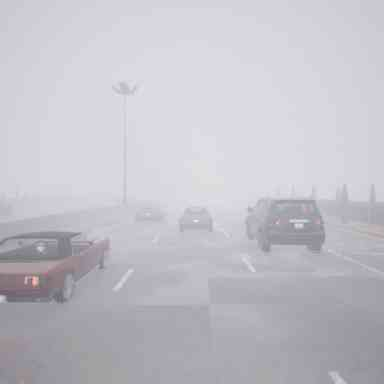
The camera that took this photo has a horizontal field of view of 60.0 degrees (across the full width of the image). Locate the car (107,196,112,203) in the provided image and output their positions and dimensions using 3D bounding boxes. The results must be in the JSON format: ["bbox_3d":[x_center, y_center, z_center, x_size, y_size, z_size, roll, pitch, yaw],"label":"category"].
[{"bbox_3d":[-15.993,1.531,68.568,1.812,1.442,4.674,0,0,2],"label":"car"}]

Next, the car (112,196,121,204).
[{"bbox_3d":[-12.718,1.607,61.339,1.895,1.301,4.718,0,0,2],"label":"car"}]

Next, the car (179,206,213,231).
[{"bbox_3d":[0.265,1.566,20.427,1.994,1.385,4.181,0,0,1],"label":"car"}]

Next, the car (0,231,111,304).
[{"bbox_3d":[-3.395,1.602,8.106,1.895,1.301,4.718,0,0,0],"label":"car"}]

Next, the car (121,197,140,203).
[{"bbox_3d":[-9.489,1.509,53.239,1.837,1.490,4.892,0,0,2],"label":"car"}]

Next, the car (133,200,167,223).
[{"bbox_3d":[-3.105,1.567,25.720,1.994,1.385,4.181,0,0,1],"label":"car"}]

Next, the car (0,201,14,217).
[{"bbox_3d":[-17.246,1.480,28.312,1.882,1.535,5.008,0,0,2],"label":"car"}]

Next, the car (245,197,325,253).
[{"bbox_3d":[3.646,1.223,13.915,2.150,2.045,5.566,0,0,1],"label":"car"}]
